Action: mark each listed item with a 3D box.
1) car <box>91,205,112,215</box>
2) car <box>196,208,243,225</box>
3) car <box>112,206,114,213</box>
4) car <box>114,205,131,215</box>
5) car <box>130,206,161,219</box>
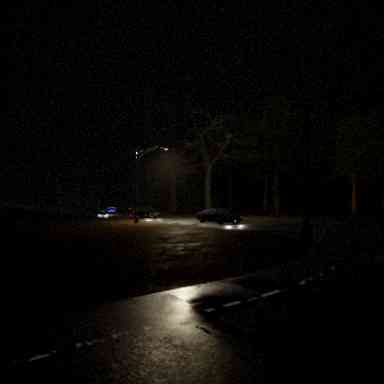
[{"bbox_3d":[-16.479,3.205,59.134,2.128,1.511,4.902,0,-2,-33],"label":"car"},{"bbox_3d":[2.318,2.154,30.238,2.033,1.411,5.357,0,-2,-30],"label":"car"},{"bbox_3d":[-16.742,3.351,65.935,1.882,1.535,5.008,0,-2,-33],"label":"car"},{"bbox_3d":[-11.039,3.064,57.208,2.128,1.511,4.902,0,-2,-33],"label":"car"},{"bbox_3d":[-5.739,2.601,42.532,1.837,1.490,4.892,0,-2,-33],"label":"car"}]
